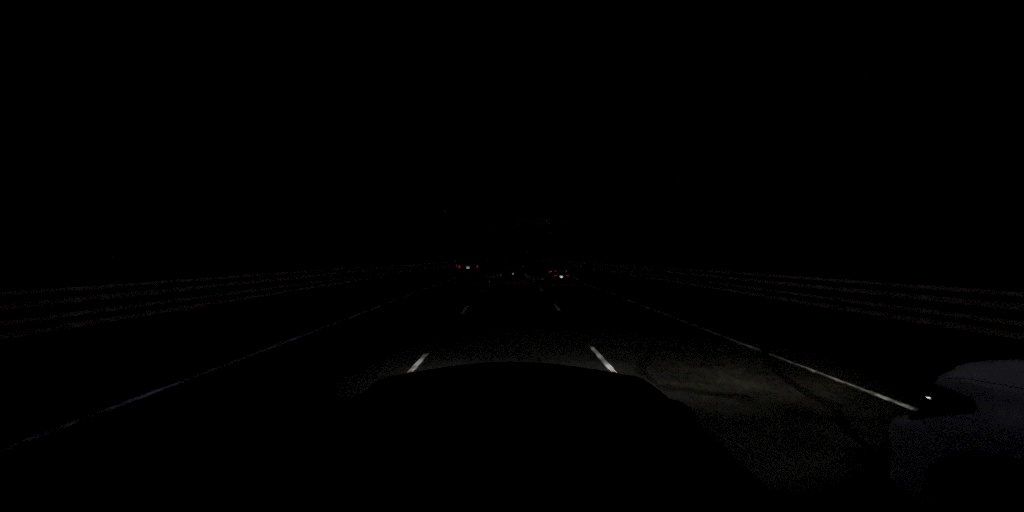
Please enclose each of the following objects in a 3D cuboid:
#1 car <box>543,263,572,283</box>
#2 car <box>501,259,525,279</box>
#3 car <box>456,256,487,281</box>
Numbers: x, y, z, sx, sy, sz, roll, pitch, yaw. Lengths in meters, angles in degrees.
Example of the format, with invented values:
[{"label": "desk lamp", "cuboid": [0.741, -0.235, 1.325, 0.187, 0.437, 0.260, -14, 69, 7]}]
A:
[{"label": "car", "cuboid": [3.594, 1.266, 28.487, 1.837, 1.490, 4.892, 0, 0, 0]}, {"label": "car", "cuboid": [0.094, 1.255, 32.180, 2.128, 1.511, 4.902, 0, 0, 0]}, {"label": "car", "cuboid": [-3.407, 0.983, 30.480, 2.150, 2.045, 5.566, 0, 0, 0]}]
